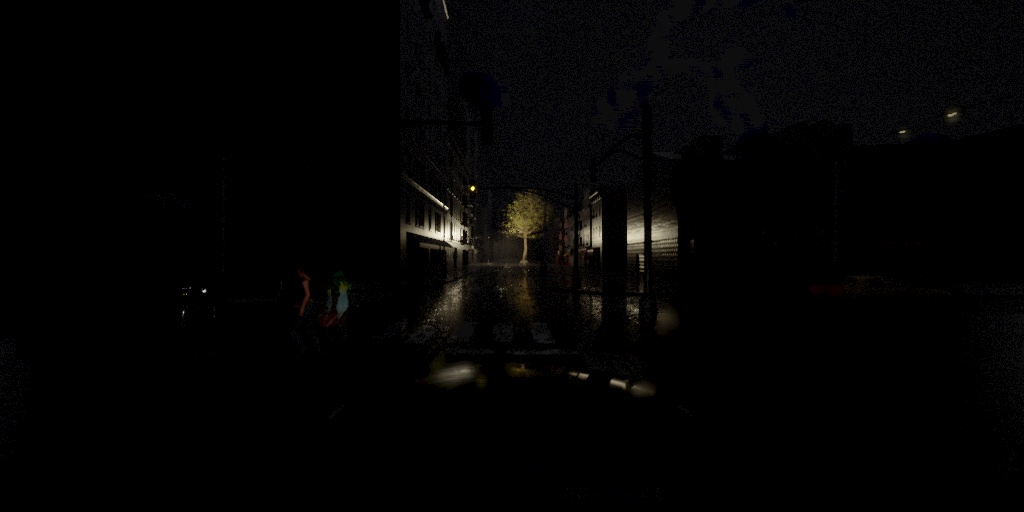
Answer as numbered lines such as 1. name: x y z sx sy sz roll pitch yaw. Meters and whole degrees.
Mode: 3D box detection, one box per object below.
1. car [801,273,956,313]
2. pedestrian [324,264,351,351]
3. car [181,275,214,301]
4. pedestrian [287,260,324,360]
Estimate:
1. car: 13.902 1.342 13.713 4.829 1.417 1.751 0 0 0
2. pedestrian: -3.708 1.043 7.574 0.375 1.860 0.375 0 0 0
3. car: -14.950 1.168 14.591 4.892 1.490 1.837 0 0 0
4. pedestrian: -3.952 1.044 6.875 0.375 1.860 0.375 0 0 0
